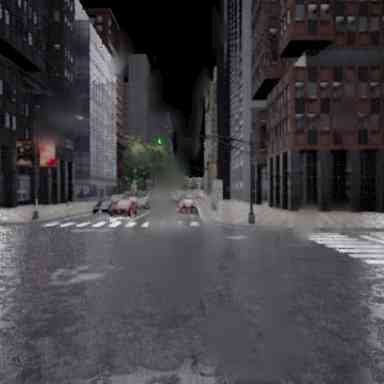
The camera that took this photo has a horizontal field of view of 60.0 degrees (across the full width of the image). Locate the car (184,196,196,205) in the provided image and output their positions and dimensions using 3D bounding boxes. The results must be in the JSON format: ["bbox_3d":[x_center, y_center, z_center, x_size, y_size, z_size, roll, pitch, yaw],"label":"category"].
[{"bbox_3d":[-0.376,1.466,56.062,1.887,1.381,4.507,0,0,0],"label":"car"}]

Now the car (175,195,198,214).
[{"bbox_3d":[-0.377,1.364,34.363,1.967,1.590,4.097,0,0,0],"label":"car"}]

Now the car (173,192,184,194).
[{"bbox_3d":[-3.134,1.416,70.956,2.128,1.511,4.902,0,0,0],"label":"car"}]

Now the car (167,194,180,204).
[{"bbox_3d":[-3.135,1.528,60.988,1.895,1.301,4.718,0,0,0],"label":"car"}]

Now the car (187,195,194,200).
[{"bbox_3d":[-0.375,1.478,88.613,1.887,1.381,4.507,0,0,0],"label":"car"}]

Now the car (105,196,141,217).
[{"bbox_3d":[-6.229,1.415,30.721,1.882,1.535,5.008,0,0,-1],"label":"car"}]

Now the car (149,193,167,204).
[{"bbox_3d":[-6.141,1.440,60.051,1.837,1.490,4.892,0,0,0],"label":"car"}]

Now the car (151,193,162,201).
[{"bbox_3d":[-8.901,1.263,83.200,2.192,1.841,5.009,0,0,0],"label":"car"}]

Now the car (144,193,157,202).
[{"bbox_3d":[-8.901,1.258,72.348,2.192,1.841,5.009,0,0,0],"label":"car"}]

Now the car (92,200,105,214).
[{"bbox_3d":[-8.902,1.508,34.366,1.947,1.339,4.313,0,0,0],"label":"car"}]

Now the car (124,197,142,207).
[{"bbox_3d":[-8.901,1.465,50.474,1.752,1.417,4.829,0,0,0],"label":"car"}]

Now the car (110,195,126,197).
[{"bbox_3d":[-8.903,1.256,39.792,2.192,1.841,5.009,0,0,0],"label":"car"}]

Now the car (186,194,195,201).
[{"bbox_3d":[-0.375,1.370,83.188,1.967,1.590,4.097,0,0,0],"label":"car"}]

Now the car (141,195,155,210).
[{"bbox_3d":[-6.212,1.440,41.837,1.837,1.490,4.892,0,0,0],"label":"car"}]
